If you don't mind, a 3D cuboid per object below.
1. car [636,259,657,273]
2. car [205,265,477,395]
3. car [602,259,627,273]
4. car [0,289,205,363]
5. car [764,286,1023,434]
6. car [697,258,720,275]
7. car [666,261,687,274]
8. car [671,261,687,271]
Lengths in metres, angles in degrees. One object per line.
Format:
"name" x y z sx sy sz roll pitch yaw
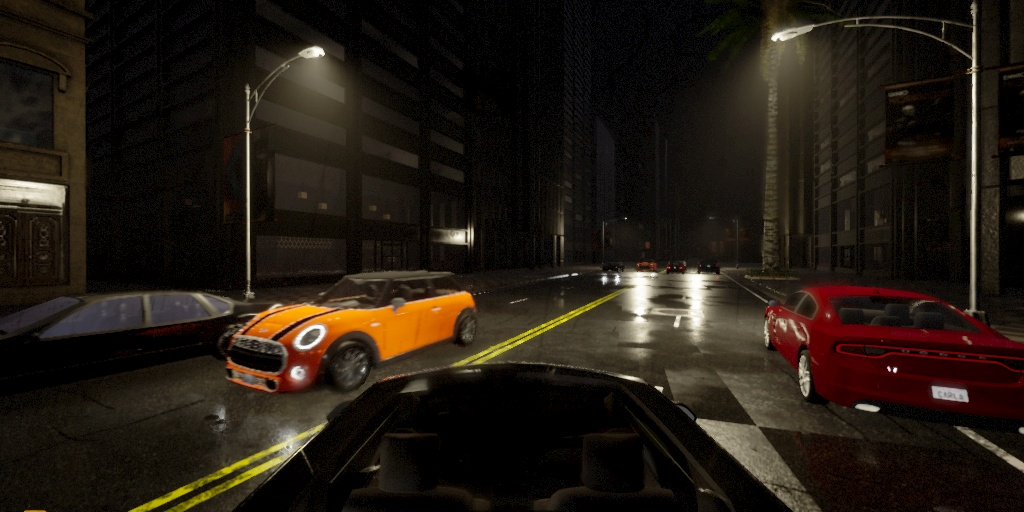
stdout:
"car" 16.823 1.121 44.797 2.097 1.767 4.553 0 0 27
"car" -2.603 1.102 6.928 2.097 1.767 4.553 0 0 27
"car" 12.147 1.367 42.808 1.895 1.301 4.718 0 0 27
"car" -6.692 1.297 6.078 2.033 1.411 5.357 0 0 27
"car" 5.507 1.228 5.786 1.882 1.535 5.008 0 0 27
"car" 21.970 1.120 40.170 2.097 1.767 4.553 0 0 27
"car" 18.597 1.315 40.701 2.033 1.411 5.357 0 0 27
"car" 23.473 1.378 50.206 1.895 1.301 4.718 0 0 27
